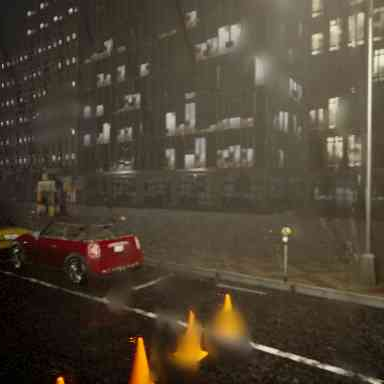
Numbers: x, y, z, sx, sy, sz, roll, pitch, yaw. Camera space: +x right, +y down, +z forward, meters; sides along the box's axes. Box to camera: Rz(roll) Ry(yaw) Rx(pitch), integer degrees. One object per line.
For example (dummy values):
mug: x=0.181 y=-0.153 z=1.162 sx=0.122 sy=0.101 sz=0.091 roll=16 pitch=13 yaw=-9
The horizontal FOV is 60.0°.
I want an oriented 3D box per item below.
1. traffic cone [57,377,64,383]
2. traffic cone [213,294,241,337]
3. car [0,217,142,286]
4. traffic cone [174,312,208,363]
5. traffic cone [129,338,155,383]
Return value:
traffic cone: x=-1.175 y=1.952 z=2.965 sx=0.340 sy=0.580 sz=0.340 roll=0 pitch=0 yaw=36
traffic cone: x=0.573 y=1.961 z=5.404 sx=0.340 sy=0.580 sz=0.340 roll=0 pitch=0 yaw=36
car: x=-3.404 y=1.426 z=9.434 sx=4.097 sy=1.590 sz=1.967 roll=0 pitch=0 yaw=36
traffic cone: x=-0.010 y=1.958 z=4.591 sx=0.340 sy=0.580 sz=0.340 roll=0 pitch=0 yaw=36
traffic cone: x=-0.592 y=1.955 z=3.778 sx=0.340 sy=0.580 sz=0.340 roll=0 pitch=0 yaw=36
